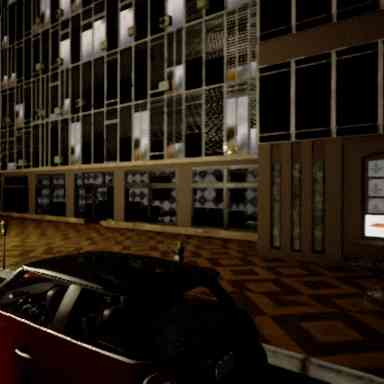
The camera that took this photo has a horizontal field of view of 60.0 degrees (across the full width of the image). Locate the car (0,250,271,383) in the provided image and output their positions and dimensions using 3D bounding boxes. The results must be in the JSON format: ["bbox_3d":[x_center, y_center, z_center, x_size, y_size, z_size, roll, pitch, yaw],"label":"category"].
[{"bbox_3d":[-1.312,1.415,3.813,4.097,1.590,1.967,1,0,36],"label":"car"}]
